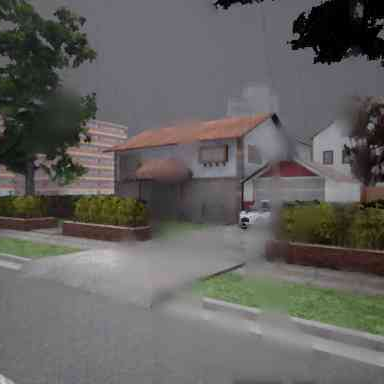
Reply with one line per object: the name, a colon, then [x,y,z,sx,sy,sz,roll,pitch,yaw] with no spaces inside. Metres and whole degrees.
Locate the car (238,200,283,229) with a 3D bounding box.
car: [4.004,1.168,17.454,1.970,1.475,3.806,0,0,36]
